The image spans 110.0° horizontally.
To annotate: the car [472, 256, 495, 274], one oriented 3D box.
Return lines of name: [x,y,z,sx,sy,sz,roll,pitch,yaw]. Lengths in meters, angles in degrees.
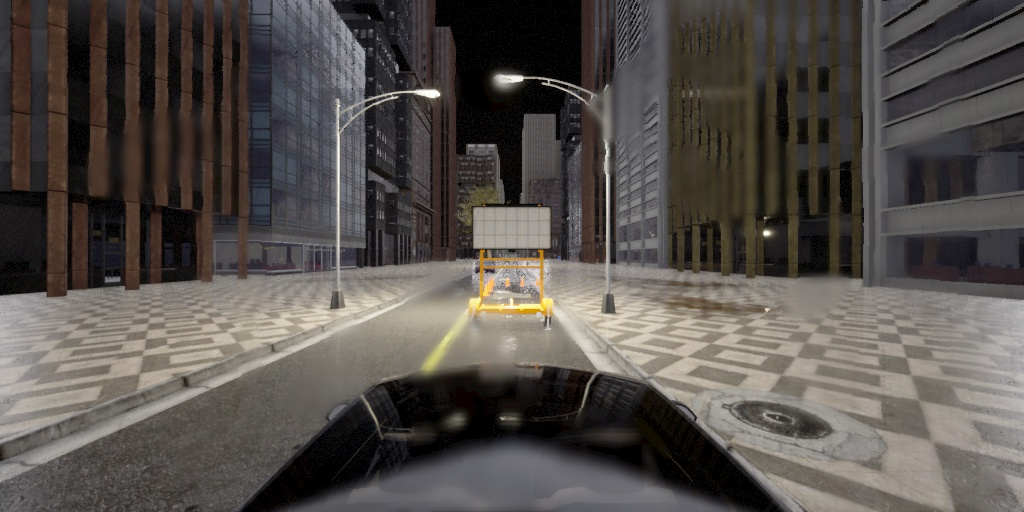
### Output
car: [-3.044,1.110,41.111,2.097,1.767,4.553,0,0,0]

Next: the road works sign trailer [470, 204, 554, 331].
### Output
road works sign trailer: [-0.010,0.215,10.971,2.380,3.560,2.880,0,0,0]
